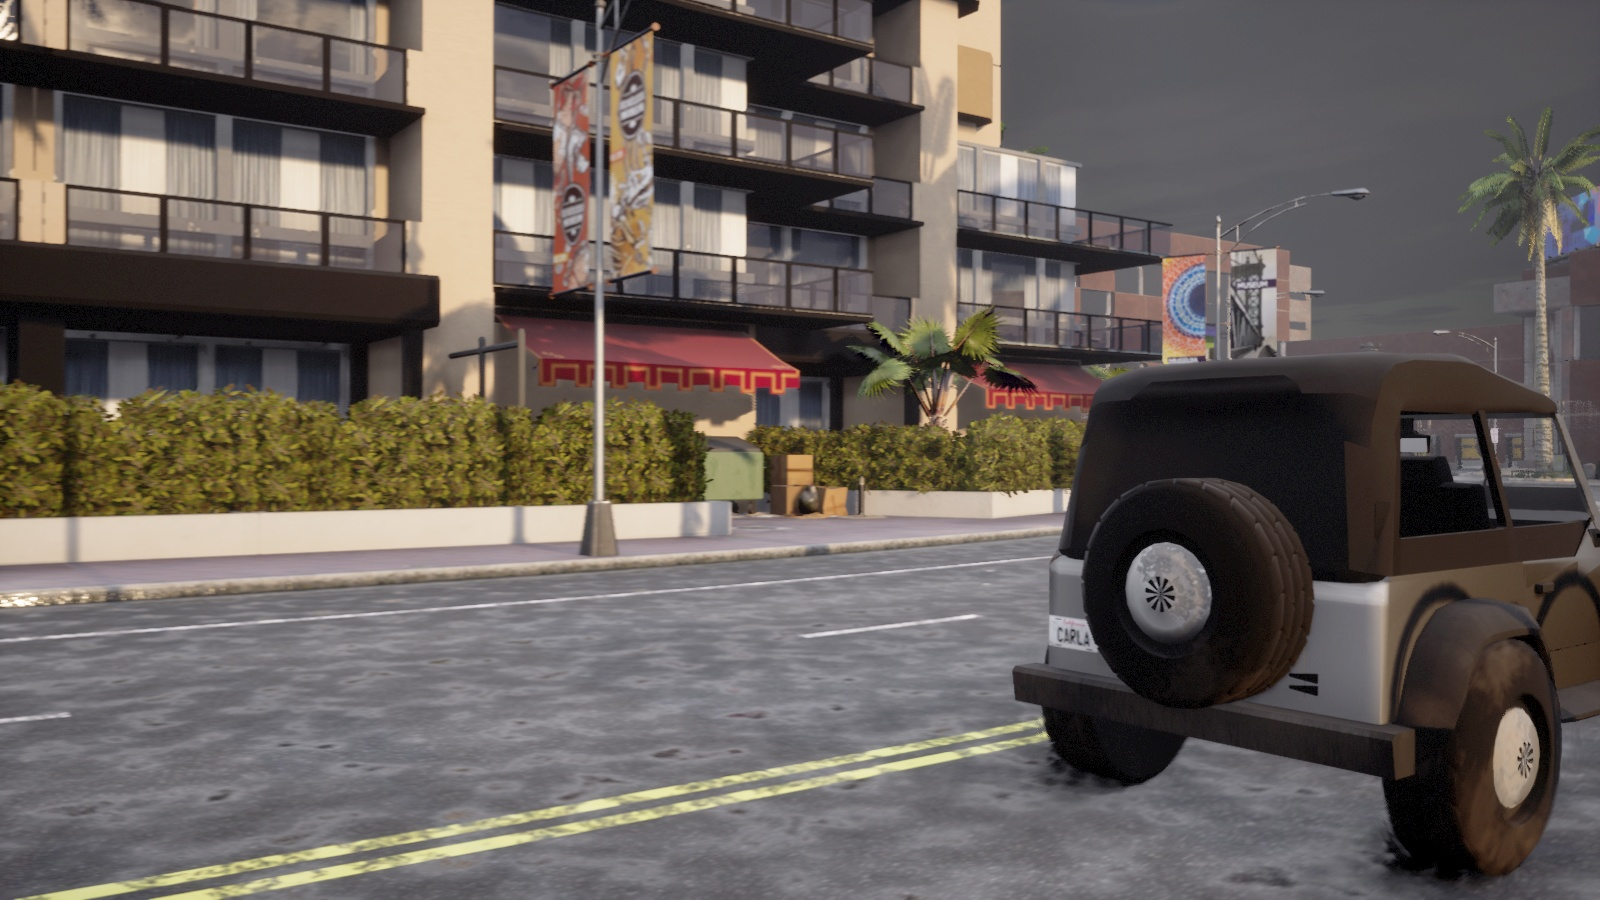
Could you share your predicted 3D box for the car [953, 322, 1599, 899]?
[{"bbox_3d":[2.766,0.550,5.777,3.866,1.878,1.905,0,0,-38],"label":"car"}]
